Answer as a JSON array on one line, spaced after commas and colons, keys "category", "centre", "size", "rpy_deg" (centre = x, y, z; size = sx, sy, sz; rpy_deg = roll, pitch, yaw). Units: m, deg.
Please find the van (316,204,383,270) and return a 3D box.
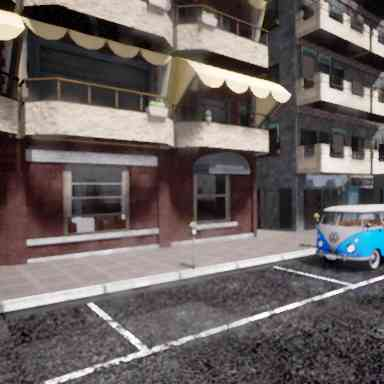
[{"category": "van", "centre": [5.622, 1.301, 10.581], "size": [3.998, 1.788, 1.690], "rpy_deg": [0, 0, -35]}]
